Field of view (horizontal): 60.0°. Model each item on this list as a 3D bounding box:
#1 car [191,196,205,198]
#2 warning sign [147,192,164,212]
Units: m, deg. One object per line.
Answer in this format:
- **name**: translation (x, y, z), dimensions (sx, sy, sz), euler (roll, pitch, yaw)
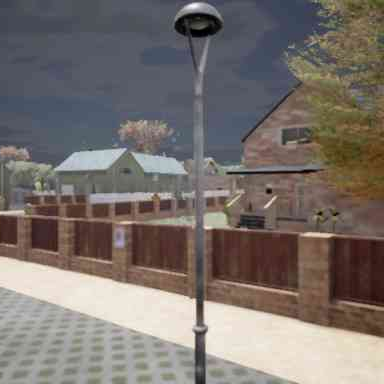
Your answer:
- **car**: translation (1.089, 1.188, 44.086), dimensions (1.895, 1.301, 4.718), euler (1, 2, 35)
- **warning sign**: translation (-3.603, 0.962, 33.092), dimensions (1.300, 1.860, 1.060), euler (0, 0, 35)
